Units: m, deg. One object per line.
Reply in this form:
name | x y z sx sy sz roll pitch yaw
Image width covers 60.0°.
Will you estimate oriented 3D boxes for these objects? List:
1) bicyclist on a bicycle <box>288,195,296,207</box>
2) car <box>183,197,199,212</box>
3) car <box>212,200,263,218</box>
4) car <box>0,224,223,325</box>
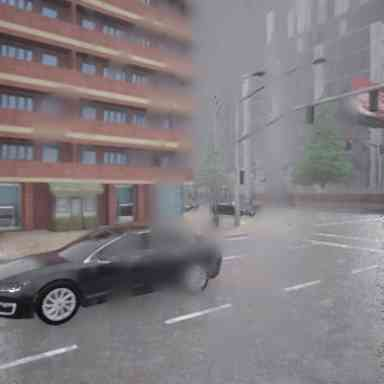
bicyclist on a bicycle | 12.918 1.190 43.067 1.656 1.620 0.582 -1 0 -36
car | -1.846 1.428 37.064 2.128 1.511 4.902 0 0 -36
car | 3.649 1.463 29.486 1.812 1.442 4.674 0 0 -36
car | -1.544 1.496 7.176 4.892 1.490 1.837 0 0 -35
